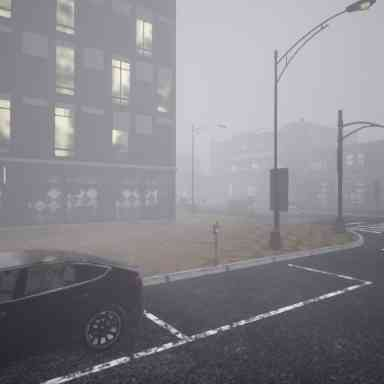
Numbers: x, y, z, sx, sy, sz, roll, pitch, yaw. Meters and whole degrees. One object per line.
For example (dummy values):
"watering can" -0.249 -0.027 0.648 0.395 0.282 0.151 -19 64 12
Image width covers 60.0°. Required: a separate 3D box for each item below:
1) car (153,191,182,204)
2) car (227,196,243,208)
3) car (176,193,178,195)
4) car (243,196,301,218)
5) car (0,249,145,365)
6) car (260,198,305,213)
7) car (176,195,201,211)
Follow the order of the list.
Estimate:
"car" -3.949 0.793 52.065 2.192 1.841 5.009 1 0 -36
"car" 5.917 1.130 38.672 1.967 1.590 4.097 1 0 -36
"car" -2.102 1.153 39.782 1.994 1.385 4.181 0 1 -36
"car" 6.780 1.302 27.727 1.812 1.442 4.674 0 0 -36
"car" -2.738 1.566 4.601 4.313 1.339 1.947 0 0 -36
"car" 9.205 1.340 34.206 1.802 1.307 4.206 1 0 -36
"car" -0.832 1.231 33.700 1.802 1.307 4.206 1 0 -36
